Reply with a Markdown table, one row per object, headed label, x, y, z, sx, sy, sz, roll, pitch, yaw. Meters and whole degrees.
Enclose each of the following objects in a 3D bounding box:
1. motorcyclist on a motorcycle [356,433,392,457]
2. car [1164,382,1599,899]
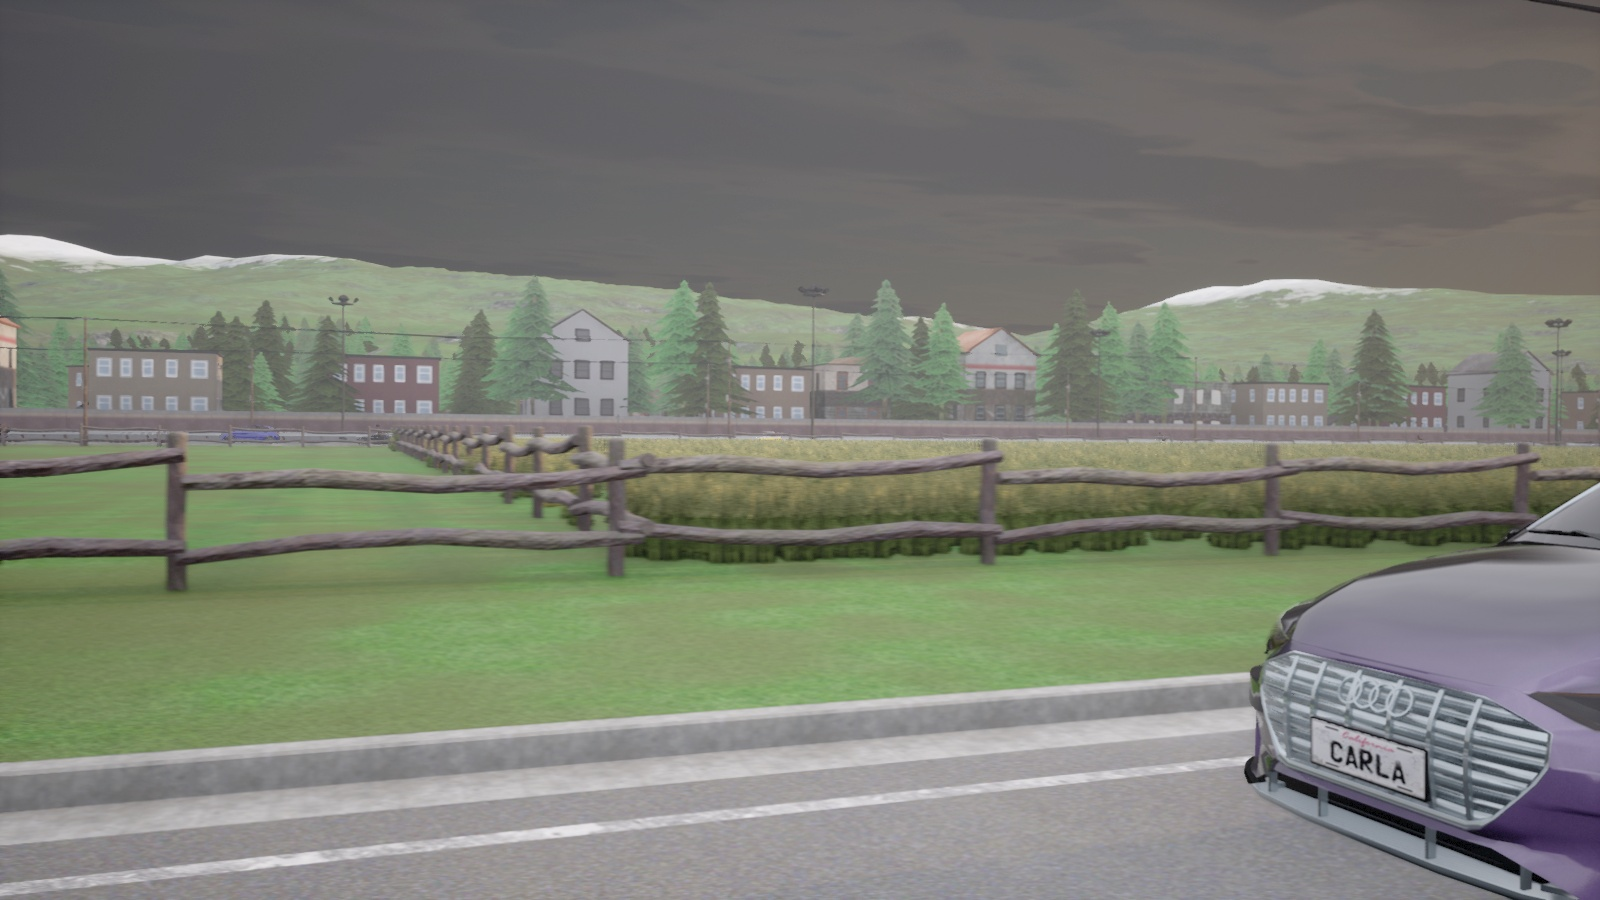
| label | x | y | z | sx | sy | sz | roll | pitch | yaw |
| --- | --- | --- | --- | --- | --- | --- | --- | --- | --- |
| motorcyclist on a motorcycle | -29.783 | -0.360 | 87.856 | 2.350 | 1.649 | 0.766 | -1 | 1 | -21 |
| car | 4.047 | 0.605 | 4.775 | 4.856 | 1.649 | 2.033 | -1 | 1 | -21 |
